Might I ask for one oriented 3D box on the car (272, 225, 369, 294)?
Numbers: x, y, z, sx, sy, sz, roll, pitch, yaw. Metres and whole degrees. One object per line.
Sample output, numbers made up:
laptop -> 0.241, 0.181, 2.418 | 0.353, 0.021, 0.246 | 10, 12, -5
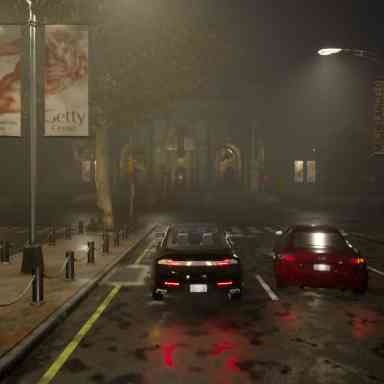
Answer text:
car -> 3.250, 1.564, 8.974 | 1.994, 1.385, 4.181 | 0, 0, 14

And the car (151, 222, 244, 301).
car -> 0.078, 1.492, 8.322 | 2.128, 1.511, 4.902 | 0, 0, -1
